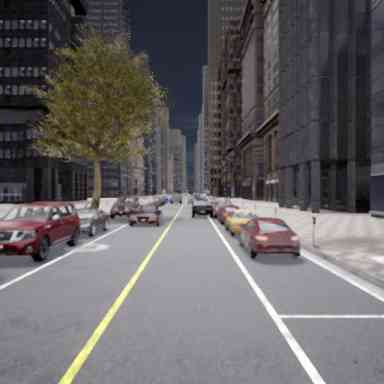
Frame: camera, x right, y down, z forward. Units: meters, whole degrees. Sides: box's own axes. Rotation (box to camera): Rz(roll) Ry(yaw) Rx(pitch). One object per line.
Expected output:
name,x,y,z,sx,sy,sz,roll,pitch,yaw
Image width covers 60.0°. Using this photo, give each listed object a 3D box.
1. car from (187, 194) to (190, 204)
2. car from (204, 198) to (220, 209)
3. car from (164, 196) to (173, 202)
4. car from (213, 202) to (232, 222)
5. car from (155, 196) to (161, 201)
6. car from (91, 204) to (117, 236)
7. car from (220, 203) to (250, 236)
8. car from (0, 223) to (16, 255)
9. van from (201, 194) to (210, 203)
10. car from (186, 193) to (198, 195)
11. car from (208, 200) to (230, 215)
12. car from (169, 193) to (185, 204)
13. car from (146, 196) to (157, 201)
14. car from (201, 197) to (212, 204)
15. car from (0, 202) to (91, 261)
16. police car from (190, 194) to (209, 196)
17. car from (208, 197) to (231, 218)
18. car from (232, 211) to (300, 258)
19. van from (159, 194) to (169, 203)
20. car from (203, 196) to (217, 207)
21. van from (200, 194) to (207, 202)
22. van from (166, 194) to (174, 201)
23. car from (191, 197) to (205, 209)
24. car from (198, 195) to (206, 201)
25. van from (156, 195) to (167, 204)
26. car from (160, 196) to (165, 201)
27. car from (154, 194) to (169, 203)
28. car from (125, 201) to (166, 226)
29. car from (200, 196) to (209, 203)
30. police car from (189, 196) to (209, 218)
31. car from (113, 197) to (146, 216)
car,0.016,1.622,64.870,2.033,1.411,5.357,0,0,0
car,2.773,1.598,46.517,2.008,1.369,4.403,0,0,0
car,-5.744,1.679,80.575,1.802,1.307,4.206,0,0,0
car,2.767,1.602,23.806,1.802,1.307,4.206,0,0,0
car,-5.752,1.630,46.511,1.802,1.307,4.206,0,0,0
car,-5.759,1.566,18.123,2.008,1.369,4.403,0,0,0
car,2.766,1.540,18.299,1.752,1.417,4.829,0,0,0
car,-5.762,1.571,6.769,1.947,1.339,4.313,0,0,0
van,2.778,1.420,69.228,1.690,1.788,3.998,0,0,0
car,0.021,1.515,84.441,1.837,1.490,4.892,0,0,0
car,2.770,1.599,35.162,1.947,1.339,4.313,0,0,0
car,-3.001,1.345,63.713,2.150,2.045,5.566,0,0,1
car,-5.754,1.566,40.663,1.752,1.417,4.829,0,0,0
car,2.777,1.621,63.550,2.008,1.369,4.403,0,0,0
car,-5.761,1.325,12.446,2.192,1.841,5.009,0,0,0
police car,0.910,1.465,40.650,1.930,1.638,5.238,0,0,0
car,2.768,1.467,29.484,1.967,1.590,4.097,0,0,0
car,2.765,1.592,12.451,1.802,1.307,4.206,0,0,0
van,-5.747,1.420,69.221,1.690,1.788,3.998,0,0,0
car,2.774,1.495,52.194,1.967,1.590,4.097,0,0,0
van,2.780,1.438,80.583,1.690,1.788,3.998,0,0,0
van,-5.743,1.447,86.253,1.690,1.788,3.998,0,0,0
car,0.847,1.554,46.541,1.837,1.490,4.892,0,0,0
car,2.783,1.556,91.938,1.967,1.590,4.097,0,0,0
van,-5.749,1.412,63.543,1.690,1.788,3.998,0,0,0
car,-5.751,1.637,52.188,1.802,1.307,4.206,0,0,0
car,-5.750,1.378,57.865,2.192,1.841,5.009,0,0,0
car,-3.093,1.584,23.053,1.994,1.385,4.181,0,0,0
car,2.779,1.632,74.905,1.887,1.381,4.507,0,0,0
police car,0.907,1.454,30.650,1.930,1.638,5.238,0,0,0
car,-5.757,1.342,29.478,2.192,1.841,5.009,0,0,0
